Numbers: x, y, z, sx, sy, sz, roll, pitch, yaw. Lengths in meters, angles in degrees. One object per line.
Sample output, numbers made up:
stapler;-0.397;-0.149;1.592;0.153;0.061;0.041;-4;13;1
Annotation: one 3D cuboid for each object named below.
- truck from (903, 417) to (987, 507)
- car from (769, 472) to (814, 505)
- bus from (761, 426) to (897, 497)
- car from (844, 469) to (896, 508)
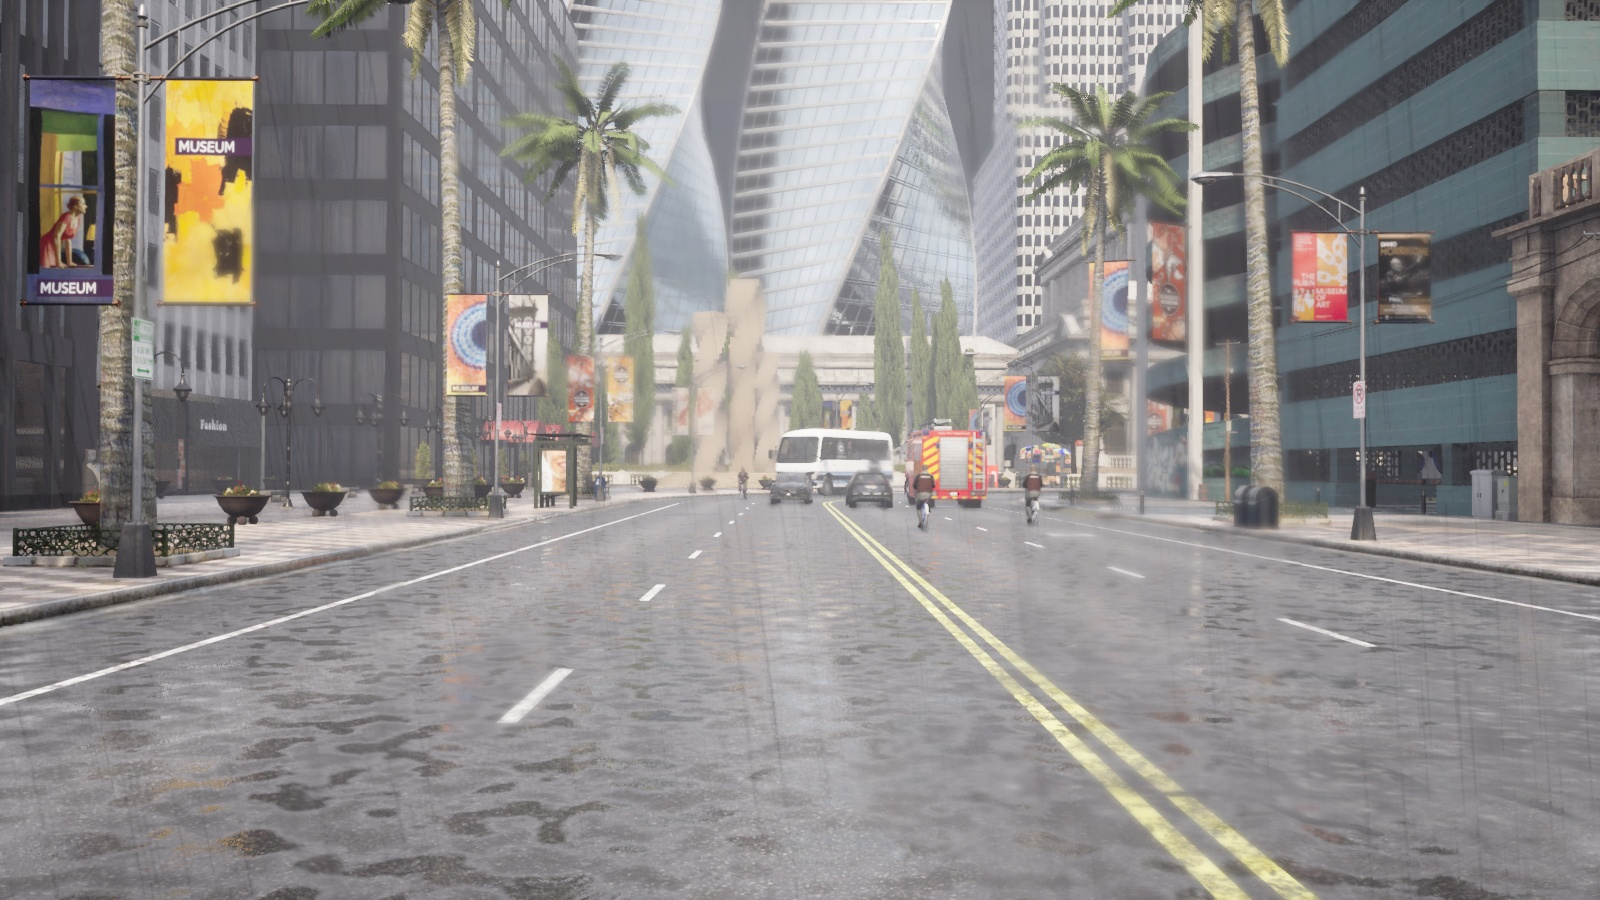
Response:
truck;6.554;0.595;57.991;2.891;3.827;8.468;0;-1;0
car;-0.378;1.829;60.176;1.837;1.490;4.892;0;-1;3
bus;2.037;0.793;81.356;3.944;4.253;10.273;-1;-1;33
car;3.056;1.668;55.851;2.033;1.649;4.856;0;-1;0
